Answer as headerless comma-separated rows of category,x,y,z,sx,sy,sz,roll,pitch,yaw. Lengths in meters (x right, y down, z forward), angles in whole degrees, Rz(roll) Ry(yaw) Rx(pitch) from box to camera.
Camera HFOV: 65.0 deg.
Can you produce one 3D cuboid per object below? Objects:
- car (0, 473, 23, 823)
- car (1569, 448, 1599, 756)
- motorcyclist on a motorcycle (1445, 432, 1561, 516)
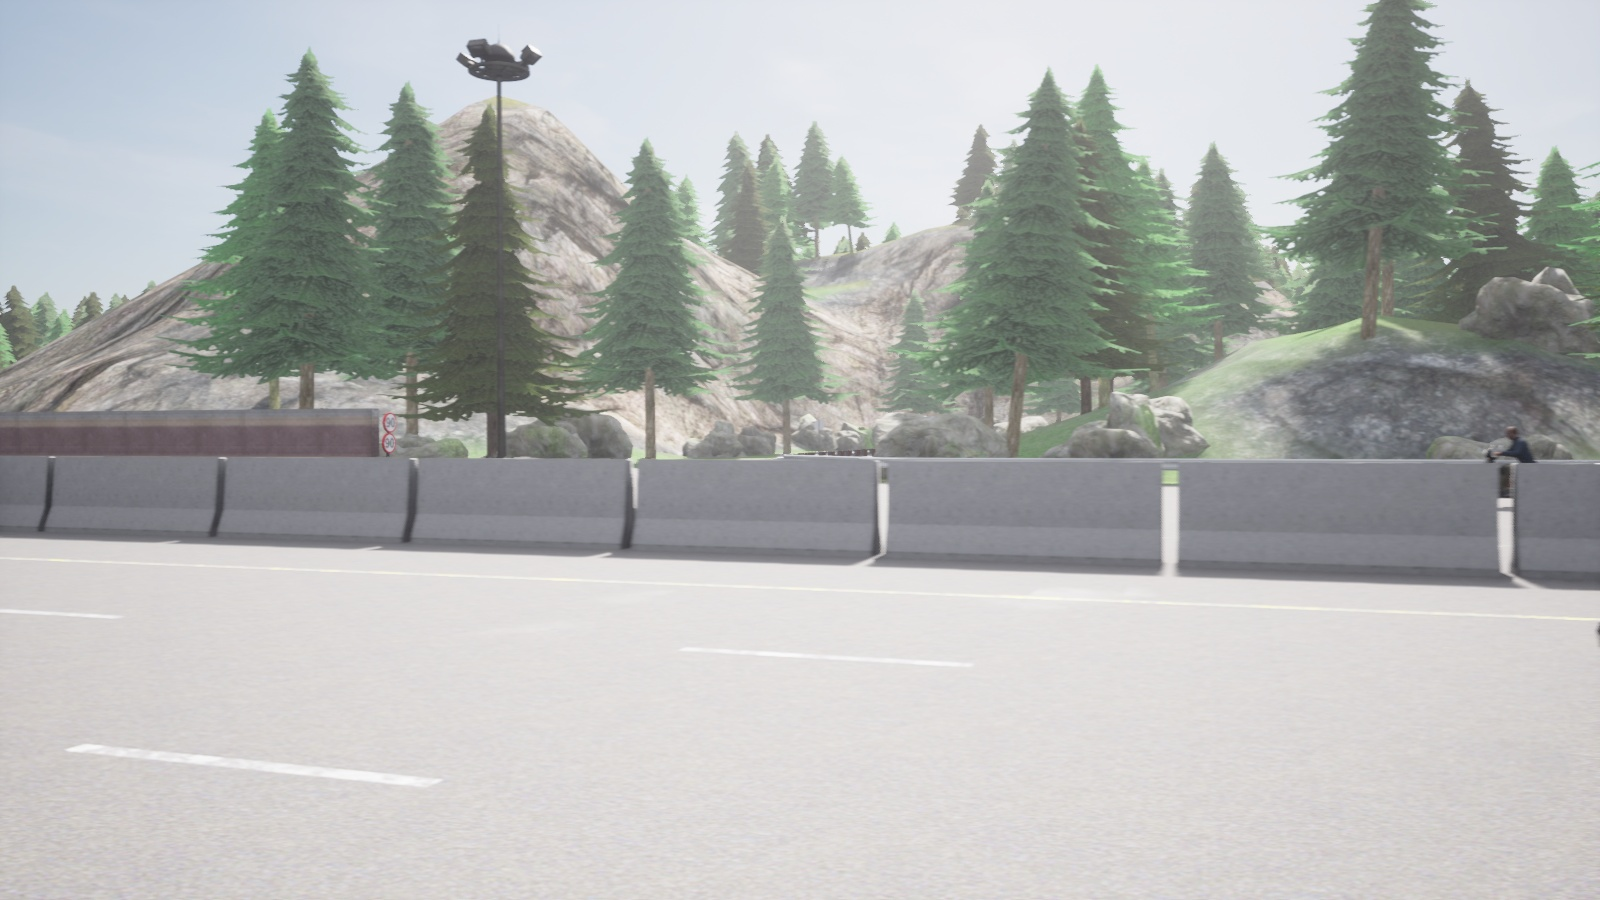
car,-4.400,0.789,4.672,2.207,1.376,1.481,0,1,19
car,6.006,0.771,4.863,4.792,1.488,2.163,1,1,19
motorcyclist on a motorcycle,13.656,0.440,24.443,1.817,1.590,0.866,1,1,19
